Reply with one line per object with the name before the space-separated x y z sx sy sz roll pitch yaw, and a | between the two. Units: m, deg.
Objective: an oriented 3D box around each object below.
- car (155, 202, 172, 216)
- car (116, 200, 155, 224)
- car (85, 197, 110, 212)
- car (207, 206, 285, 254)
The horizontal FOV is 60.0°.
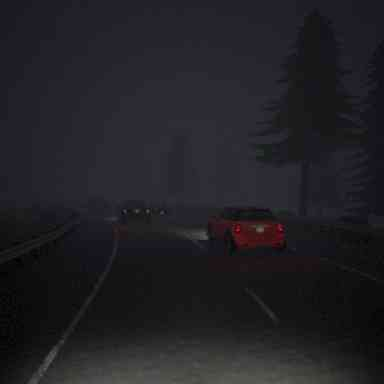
car | -3.619 1.633 32.754 1.895 1.301 4.718 0 0 -23
car | -4.506 1.383 25.234 2.097 1.767 4.553 0 0 -18
car | -11.614 1.411 40.568 2.097 1.767 4.553 0 0 -30
car | 2.039 1.357 13.822 2.097 1.767 4.553 0 0 -10
